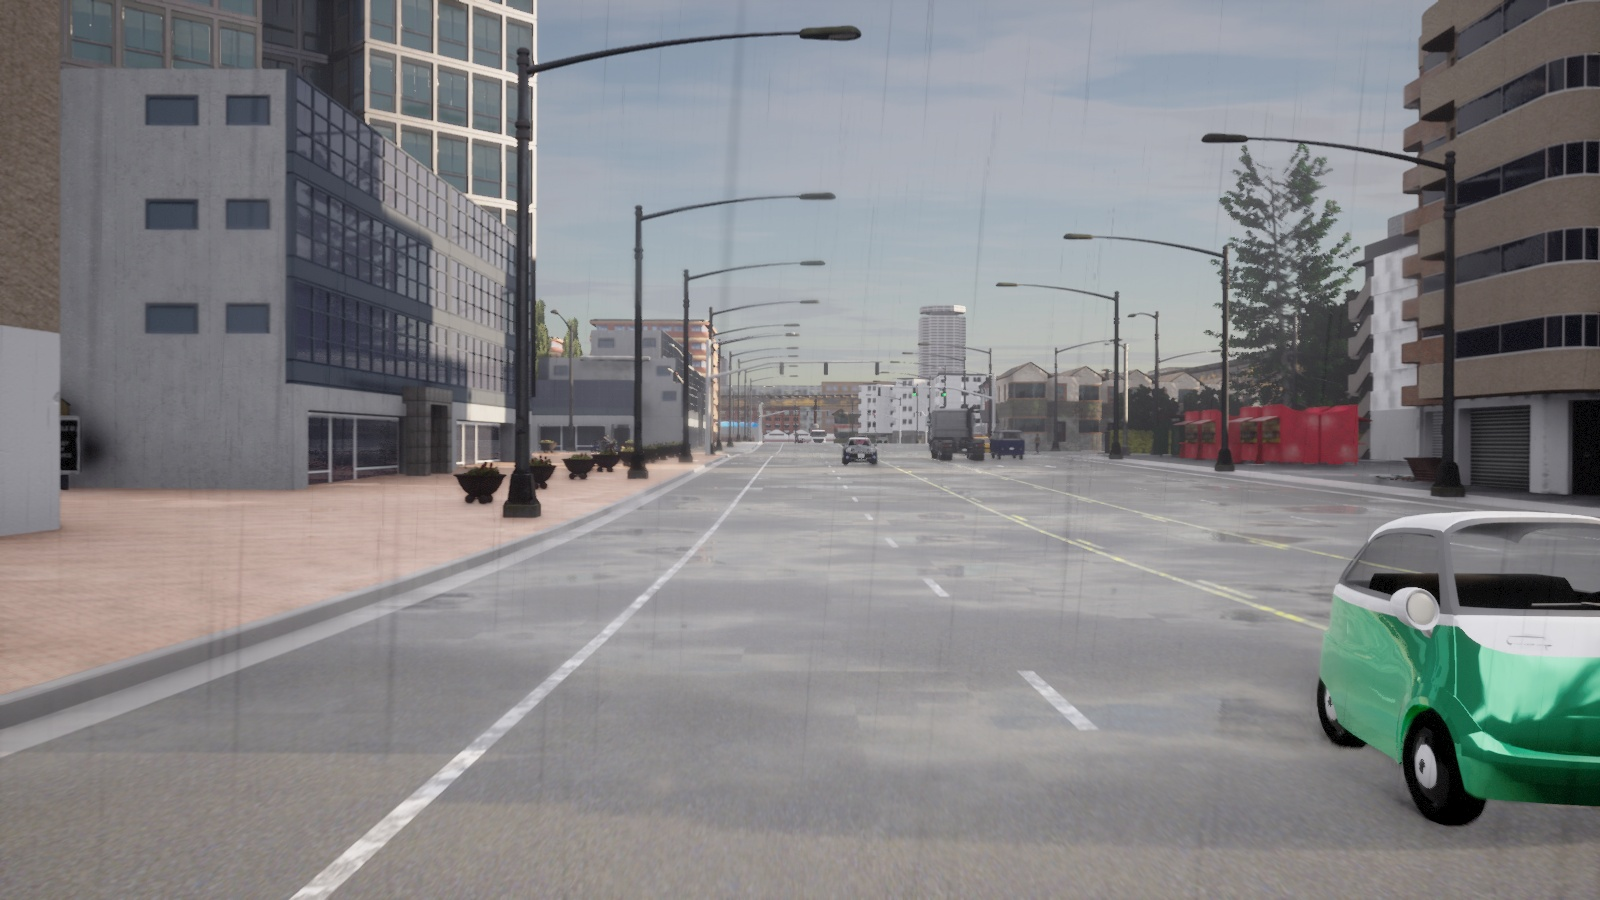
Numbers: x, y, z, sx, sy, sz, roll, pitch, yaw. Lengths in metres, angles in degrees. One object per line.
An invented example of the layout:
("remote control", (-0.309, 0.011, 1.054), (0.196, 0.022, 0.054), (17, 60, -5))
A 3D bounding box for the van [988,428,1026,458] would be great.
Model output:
("van", (13.791, -0.495, 83.978), (1.775, 1.987, 4.442), (0, 1, 0))

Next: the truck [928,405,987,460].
("truck", (10.290, -1.193, 82.749), (2.891, 3.462, 7.936), (0, 1, 0))

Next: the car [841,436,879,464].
("car", (3.325, 0.004, 70.418), (1.970, 1.475, 3.806), (0, 1, 0))

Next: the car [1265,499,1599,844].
("car", (3.485, 0.954, 6.283), (1.481, 1.376, 2.207), (0, -1, 0))

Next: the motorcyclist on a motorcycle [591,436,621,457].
("motorcyclist on a motorcycle", (-14.684, -0.259, 95.069), (2.191, 1.530, 0.866), (0, 0, 0))
